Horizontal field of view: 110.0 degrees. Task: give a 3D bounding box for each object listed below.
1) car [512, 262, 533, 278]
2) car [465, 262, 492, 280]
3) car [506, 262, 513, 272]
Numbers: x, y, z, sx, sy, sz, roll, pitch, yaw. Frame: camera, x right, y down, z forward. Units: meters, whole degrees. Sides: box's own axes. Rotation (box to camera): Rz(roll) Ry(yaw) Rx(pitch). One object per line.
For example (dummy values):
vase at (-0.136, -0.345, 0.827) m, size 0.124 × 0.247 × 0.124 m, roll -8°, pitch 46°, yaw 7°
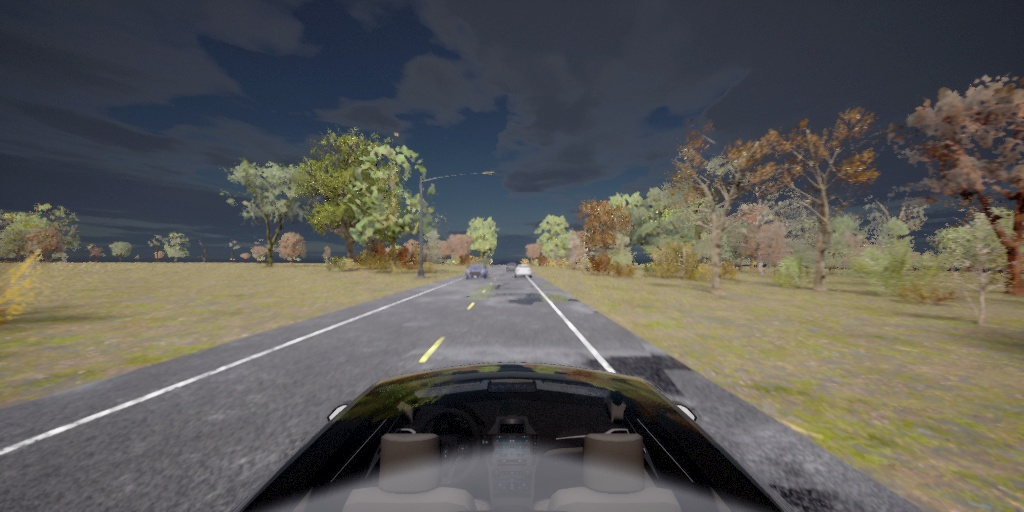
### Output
car at (1.238, 1.671, 40.082) m, size 1.812 × 1.442 × 4.674 m, roll 0°, pitch -1°, yaw 0°
car at (-3.564, 1.462, 36.988) m, size 2.097 × 1.767 × 4.553 m, roll 0°, pitch 0°, yaw 0°
car at (0.019, 1.859, 58.891) m, size 2.128 × 1.511 × 4.902 m, roll 0°, pitch -1°, yaw 0°
